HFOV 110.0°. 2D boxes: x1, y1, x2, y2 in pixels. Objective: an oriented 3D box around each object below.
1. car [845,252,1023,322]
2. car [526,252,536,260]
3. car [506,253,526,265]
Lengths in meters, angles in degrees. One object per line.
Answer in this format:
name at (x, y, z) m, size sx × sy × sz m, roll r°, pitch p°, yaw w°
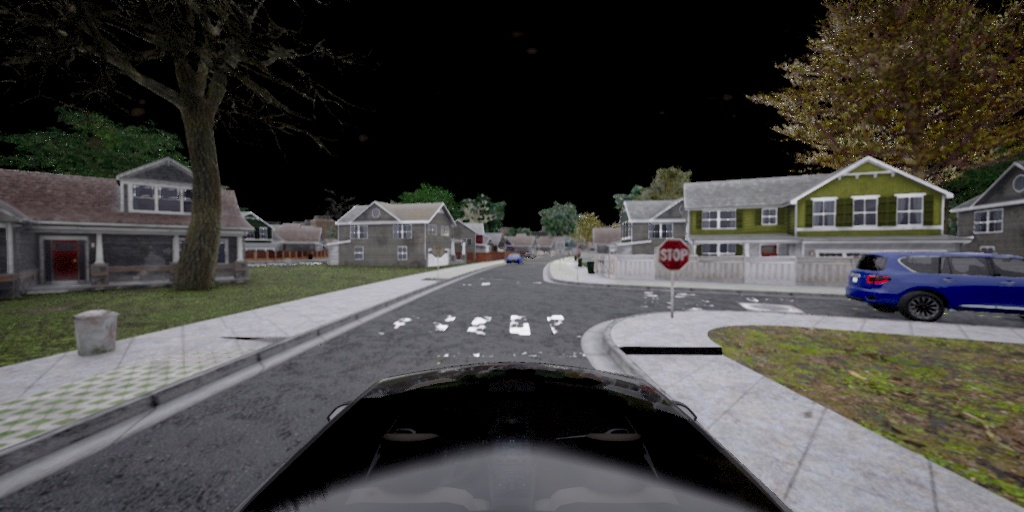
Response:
car at (13.600, 0.900, 10.577) m, size 5.566 × 2.045 × 2.150 m, roll 1°, pitch 1°, yaw 24°
car at (3.138, -0.049, 64.121) m, size 2.033 × 1.411 × 5.357 m, roll 0°, pitch 1°, yaw 11°
car at (0.378, 0.374, 47.737) m, size 1.882 × 1.535 × 5.008 m, roll 0°, pitch 1°, yaw 8°
